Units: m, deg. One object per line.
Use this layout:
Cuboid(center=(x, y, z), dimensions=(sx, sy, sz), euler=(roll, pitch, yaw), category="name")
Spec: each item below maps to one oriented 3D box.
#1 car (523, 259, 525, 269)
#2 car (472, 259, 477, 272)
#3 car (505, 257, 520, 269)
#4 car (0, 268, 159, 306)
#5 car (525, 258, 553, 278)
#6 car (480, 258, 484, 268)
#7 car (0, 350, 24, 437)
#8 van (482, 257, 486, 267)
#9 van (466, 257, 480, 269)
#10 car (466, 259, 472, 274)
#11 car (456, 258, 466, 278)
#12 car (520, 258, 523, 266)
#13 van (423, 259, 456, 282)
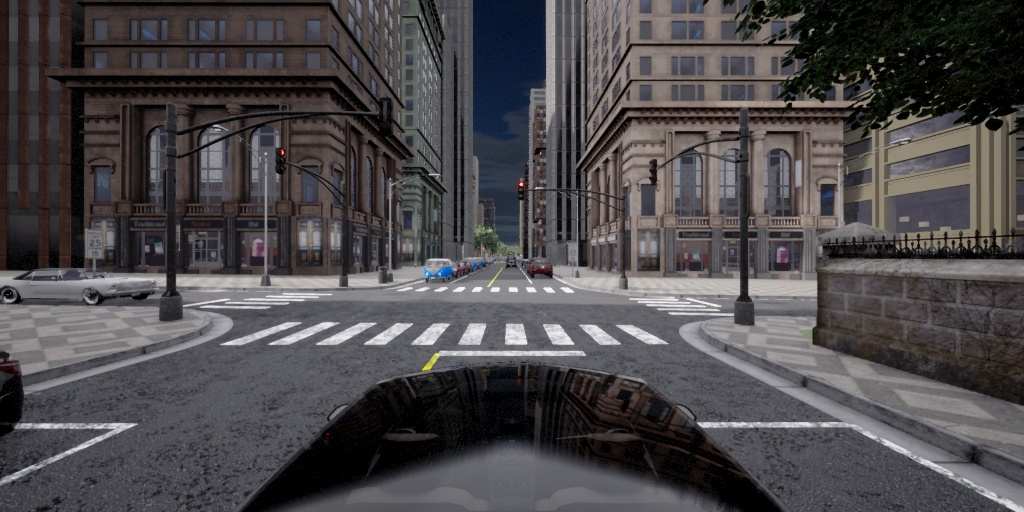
Cuboid(center=(2.688, 1.092, 39.341), dimensions=(2.192, 1.841, 5.009), euler=(0, 0, 0), category="car")
Cuboid(center=(-5.848, 1.351, 44.757), dimensions=(1.948, 1.339, 4.313), euler=(0, 0, 0), category="car")
Cuboid(center=(-0.063, 1.312, 59.091), dimensions=(1.837, 1.490, 4.892), euler=(0, 0, 1), category="car")
Cuboid(center=(-16.565, 1.120, 13.679), dimensions=(4.718, 1.301, 1.895), euler=(1, 0, 0), category="car")
Cuboid(center=(2.699, 1.085, 33.901), dimensions=(2.192, 1.841, 5.009), euler=(0, 0, 0), category="car")
Cuboid(center=(-5.870, 1.347, 55.640), dimensions=(1.888, 1.381, 4.507), euler=(0, 0, 0), category="car")
Cuboid(center=(-5.763, 1.316, 1.777), dimensions=(1.948, 1.339, 4.313), euler=(0, 0, 0), category="car")
Cuboid(center=(-5.881, 1.151, 61.081), dimensions=(1.690, 1.789, 3.998), euler=(0, 0, 0), category="van")
Cuboid(center=(-5.859, 1.134, 50.198), dimensions=(1.690, 1.789, 3.998), euler=(0, 0, 0), category="van")
Cuboid(center=(-5.837, 1.322, 39.316), dimensions=(1.888, 1.381, 4.507), euler=(0, 0, 0), category="car")
Cuboid(center=(-5.826, 1.210, 33.875), dimensions=(1.967, 1.591, 4.097), euler=(0, 0, 0), category="car")
Cuboid(center=(2.656, 1.352, 55.663), dimensions=(2.007, 1.370, 4.403), euler=(0, 0, 0), category="car")
Cuboid(center=(-5.816, 1.105, 28.434), dimensions=(1.690, 1.789, 3.998), euler=(0, 0, 0), category="van")
